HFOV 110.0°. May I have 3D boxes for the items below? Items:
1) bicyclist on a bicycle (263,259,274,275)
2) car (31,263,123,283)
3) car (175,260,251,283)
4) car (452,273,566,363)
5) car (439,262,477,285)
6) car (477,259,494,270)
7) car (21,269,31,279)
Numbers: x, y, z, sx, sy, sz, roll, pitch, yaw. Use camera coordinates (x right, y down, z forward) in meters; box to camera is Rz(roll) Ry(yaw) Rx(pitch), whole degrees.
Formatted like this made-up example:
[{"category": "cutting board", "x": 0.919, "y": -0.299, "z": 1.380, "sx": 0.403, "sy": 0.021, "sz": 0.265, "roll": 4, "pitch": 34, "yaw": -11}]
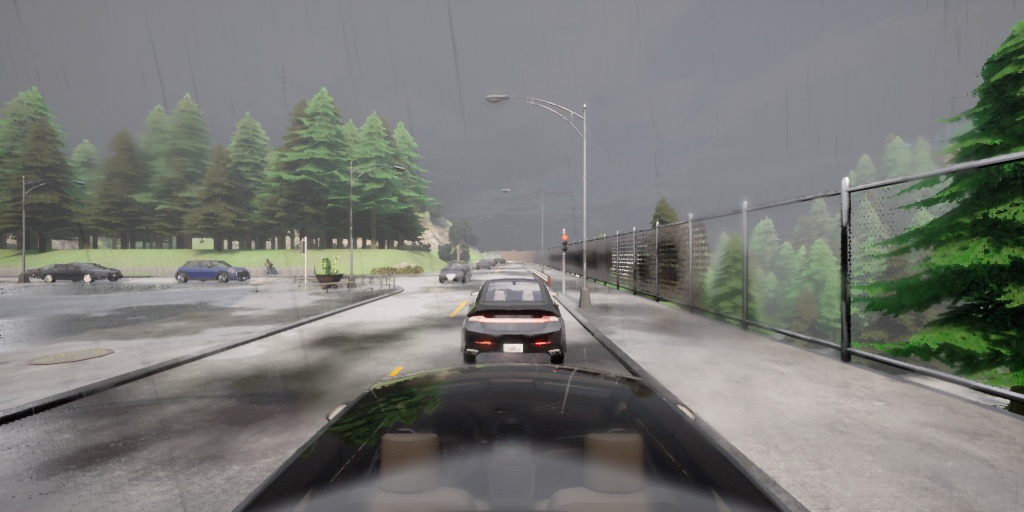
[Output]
[{"category": "bicyclist on a bicycle", "x": -24.148, "y": 1.095, "z": 35.566, "sx": 0.582, "sy": 1.620, "sz": 1.656, "roll": 0, "pitch": 0, "yaw": 0}, {"category": "car", "x": -32.583, "y": 1.252, "z": 27.177, "sx": 4.892, "sy": 1.490, "sz": 1.837, "roll": 0, "pitch": 0, "yaw": 0}, {"category": "car", "x": -22.527, "y": 1.100, "z": 27.167, "sx": 4.553, "sy": 1.767, "sz": 2.097, "roll": 0, "pitch": 0, "yaw": 0}, {"category": "car", "x": 0.048, "y": 1.241, "z": 8.081, "sx": 2.128, "sy": 1.511, "sz": 4.902, "roll": 0, "pitch": 0, "yaw": 1}, {"category": "car", "x": -4.094, "y": 1.239, "z": 26.394, "sx": 2.128, "sy": 1.511, "sz": 4.902, "roll": 0, "pitch": 0, "yaw": 0}, {"category": "car", "x": -4.084, "y": 1.250, "z": 52.501, "sx": 1.837, "sy": 1.490, "sz": 4.892, "roll": 0, "pitch": 0, "yaw": 0}, {"category": "car", "x": -39.344, "y": 1.294, "z": 31.380, "sx": 5.357, "sy": 1.411, "sz": 2.033, "roll": 0, "pitch": 0, "yaw": 0}]
